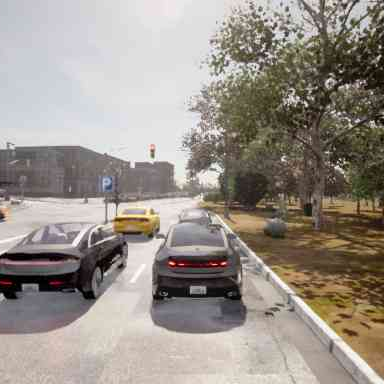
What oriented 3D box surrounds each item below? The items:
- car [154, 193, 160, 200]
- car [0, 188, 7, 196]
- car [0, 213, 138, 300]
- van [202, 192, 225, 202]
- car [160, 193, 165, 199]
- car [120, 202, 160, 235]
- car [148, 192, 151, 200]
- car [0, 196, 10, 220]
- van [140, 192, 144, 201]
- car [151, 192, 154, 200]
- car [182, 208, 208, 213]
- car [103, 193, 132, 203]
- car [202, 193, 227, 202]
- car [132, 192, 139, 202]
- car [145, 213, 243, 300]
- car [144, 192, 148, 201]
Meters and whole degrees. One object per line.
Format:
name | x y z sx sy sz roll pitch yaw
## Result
car | -11.453 1.358 87.213 4.674 1.452 2.002 -1 0 -12
car | -31.165 0.137 54.147 2.002 1.452 4.674 6 -3 -19
car | -2.892 1.501 8.383 2.128 1.511 4.902 0 0 0
van | 4.283 1.043 65.874 4.442 1.987 1.878 1 0 -14
car | -11.003 1.065 90.220 5.566 2.045 2.435 -1 0 -12
car | -2.842 1.502 17.874 1.882 1.535 5.008 0 0 0
car | -12.640 1.360 78.230 4.674 1.452 2.002 -1 0 -13
car | -16.627 1.404 25.473 4.553 1.767 2.185 -1 0 -19
van | -13.241 1.093 72.263 4.442 1.987 1.878 -1 0 -14
car | -12.268 1.359 81.231 4.674 1.452 2.002 -1 0 -13
car | 0.156 1.572 18.099 2.033 1.411 5.357 0 0 1
car | -14.444 1.359 63.279 4.792 1.488 2.163 -1 0 -15
car | 4.667 1.142 68.843 4.553 1.767 2.185 1 0 -14
car | -13.800 1.316 66.271 5.366 1.575 1.946 -1 0 -15
car | 0.109 1.514 8.397 1.837 1.490 4.892 0 0 0
car | -13.013 1.322 75.234 4.892 1.521 2.231 -1 0 -14
